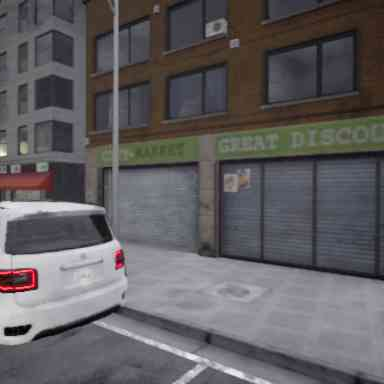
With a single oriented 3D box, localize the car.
[{"bbox_3d":[-3.623,1.168,5.969,5.566,2.045,2.150,1,0,35],"label":"car"}]
